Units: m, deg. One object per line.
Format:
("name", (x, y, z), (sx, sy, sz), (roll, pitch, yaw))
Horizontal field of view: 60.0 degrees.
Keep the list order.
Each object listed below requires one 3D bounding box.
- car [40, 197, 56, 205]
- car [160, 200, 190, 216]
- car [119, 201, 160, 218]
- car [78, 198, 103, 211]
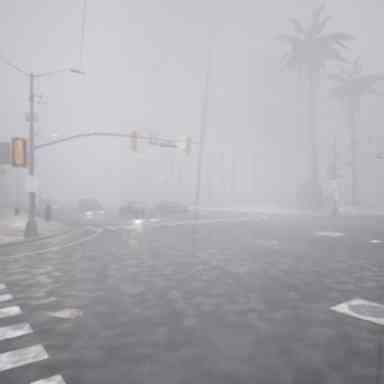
("car", (-25.163, 1.597, 58.186), (1.895, 1.301, 4.718), (0, 0, -36))
("car", (-2.331, 1.541, 32.813), (2.033, 1.411, 5.357), (0, 0, -36))
("car", (-5.128, 1.521, 30.324), (1.812, 1.442, 4.674), (0, 0, -36))
("car", (-12.466, 1.499, 40.558), (1.837, 1.490, 4.892), (0, 0, -36))
